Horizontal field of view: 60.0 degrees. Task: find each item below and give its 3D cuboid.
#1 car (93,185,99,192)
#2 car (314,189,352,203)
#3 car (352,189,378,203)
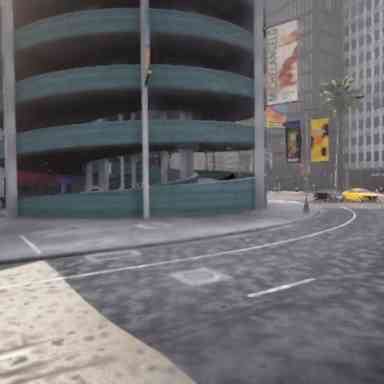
[{"bbox_3d":[-16.619,-0.146,58.714,2.435,2.045,5.566,-1,2,-33],"label":"car"},{"bbox_3d":[15.918,0.424,38.643,2.128,1.511,4.902,-1,1,-4],"label":"car"},{"bbox_3d":[19.401,0.376,38.490,1.882,1.535,5.008,0,1,-3],"label":"car"}]
